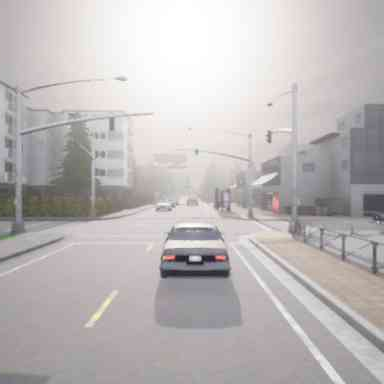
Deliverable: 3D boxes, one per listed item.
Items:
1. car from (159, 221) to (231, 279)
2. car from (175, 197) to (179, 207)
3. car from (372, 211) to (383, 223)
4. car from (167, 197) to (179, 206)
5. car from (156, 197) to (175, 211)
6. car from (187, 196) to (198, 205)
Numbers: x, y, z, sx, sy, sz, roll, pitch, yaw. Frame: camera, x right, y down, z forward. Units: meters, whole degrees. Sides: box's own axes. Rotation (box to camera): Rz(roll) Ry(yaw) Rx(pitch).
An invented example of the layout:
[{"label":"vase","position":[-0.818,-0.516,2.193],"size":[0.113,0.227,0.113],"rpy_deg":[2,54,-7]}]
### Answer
[{"label":"car","position":[0.078,1.591,10.175],"size":[2.033,1.411,5.357],"rpy_deg":[0,0,0]},{"label":"car","position":[-3.591,1.726,52.994],"size":[1.837,1.490,4.892],"rpy_deg":[0,0,0]},{"label":"car","position":[16.712,1.852,26.486],"size":[4.181,1.385,1.994],"rpy_deg":[0,0,0]},{"label":"car","position":[-3.539,1.741,63.135],"size":[1.882,1.535,5.008],"rpy_deg":[0,0,0]},{"label":"car","position":[-3.602,1.705,42.991],"size":[1.812,1.442,4.674],"rpy_deg":[0,0,0]},{"label":"car","position":[0.093,1.618,63.611],"size":[2.097,1.767,4.553],"rpy_deg":[0,0,0]}]
